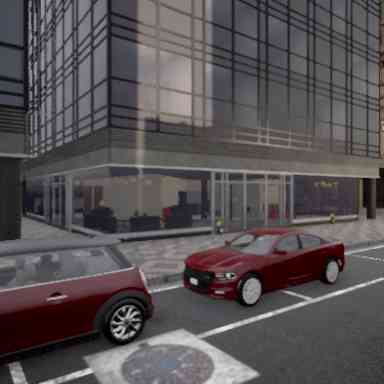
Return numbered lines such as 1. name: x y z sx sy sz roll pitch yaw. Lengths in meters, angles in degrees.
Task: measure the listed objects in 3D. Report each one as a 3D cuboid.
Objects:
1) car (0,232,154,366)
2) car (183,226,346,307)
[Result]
1. car: -2.687 1.441 4.736 4.097 1.590 1.967 0 0 -36
2. car: 1.870 1.554 7.993 4.507 1.381 1.887 0 0 -36
